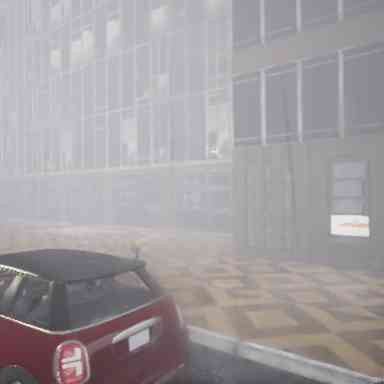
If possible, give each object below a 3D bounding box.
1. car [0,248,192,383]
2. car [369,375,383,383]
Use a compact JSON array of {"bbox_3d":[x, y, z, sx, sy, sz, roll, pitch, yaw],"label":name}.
[{"bbox_3d":[-2.092,1.479,4.368,4.097,1.590,1.967,-1,0,36],"label":"car"},{"bbox_3d":[2.542,1.426,1.063,4.097,1.590,1.967,-1,0,35],"label":"car"}]
